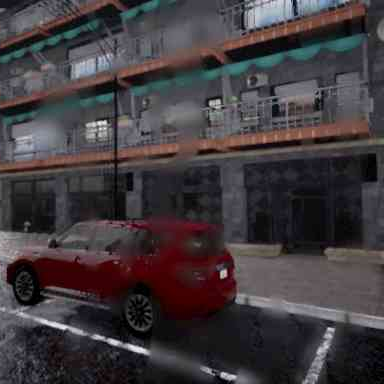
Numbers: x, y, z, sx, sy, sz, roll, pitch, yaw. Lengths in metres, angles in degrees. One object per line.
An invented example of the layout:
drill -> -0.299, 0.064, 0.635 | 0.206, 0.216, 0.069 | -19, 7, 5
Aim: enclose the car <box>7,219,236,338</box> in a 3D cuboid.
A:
car -> -1.549, 1.467, 6.847 | 5.009, 1.841, 2.192 | 0, -3, 30
